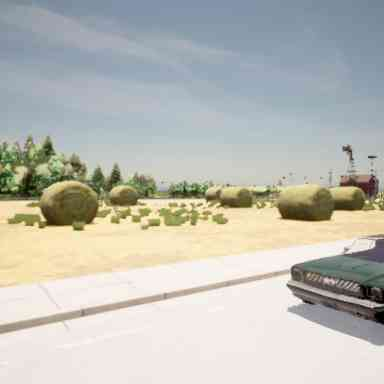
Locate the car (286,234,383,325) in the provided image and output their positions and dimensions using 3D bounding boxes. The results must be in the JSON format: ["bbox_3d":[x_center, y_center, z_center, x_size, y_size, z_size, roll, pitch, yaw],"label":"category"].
[{"bbox_3d":[4.112,1.592,6.806,4.718,1.301,1.895,0,0,-35],"label":"car"}]
